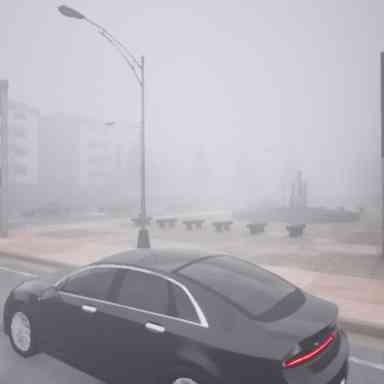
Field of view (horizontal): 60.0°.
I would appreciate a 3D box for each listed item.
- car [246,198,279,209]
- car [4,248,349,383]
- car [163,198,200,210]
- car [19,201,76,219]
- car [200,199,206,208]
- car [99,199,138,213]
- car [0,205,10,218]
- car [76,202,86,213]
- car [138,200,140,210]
[{"bbox_3d":[9.818,1.627,46.245,4.902,1.511,2.128,0,0,-27],"label":"car"},{"bbox_3d":[-0.618,1.528,4.436,4.892,1.490,1.837,0,0,35],"label":"car"},{"bbox_3d":[-1.784,1.700,47.208,4.902,1.511,2.128,0,0,-38],"label":"car"},{"bbox_3d":[-14.263,1.726,32.555,1.837,1.490,4.892,-1,0,34],"label":"car"},{"bbox_3d":[-0.189,1.699,52.681,5.008,1.535,1.882,0,0,-33],"label":"car"},{"bbox_3d":[-9.046,1.784,39.783,1.994,1.385,4.181,-1,0,39],"label":"car"},{"bbox_3d":[-19.632,1.737,30.865,2.128,1.511,4.902,-1,0,35],"label":"car"},{"bbox_3d":[-14.478,1.773,38.414,1.812,1.442,4.674,-1,0,36],"label":"car"},{"bbox_3d":[-8.774,1.746,45.543,1.837,1.490,4.892,-1,0,45],"label":"car"}]
